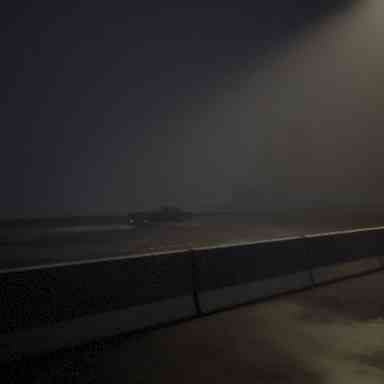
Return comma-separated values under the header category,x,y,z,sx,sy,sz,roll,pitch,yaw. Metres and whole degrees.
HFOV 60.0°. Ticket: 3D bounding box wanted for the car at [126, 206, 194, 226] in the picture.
category,x,y,z,sx,sy,sz,roll,pitch,yaw
car,-2.281,1.655,23.778,4.718,1.301,1.895,0,0,-35
